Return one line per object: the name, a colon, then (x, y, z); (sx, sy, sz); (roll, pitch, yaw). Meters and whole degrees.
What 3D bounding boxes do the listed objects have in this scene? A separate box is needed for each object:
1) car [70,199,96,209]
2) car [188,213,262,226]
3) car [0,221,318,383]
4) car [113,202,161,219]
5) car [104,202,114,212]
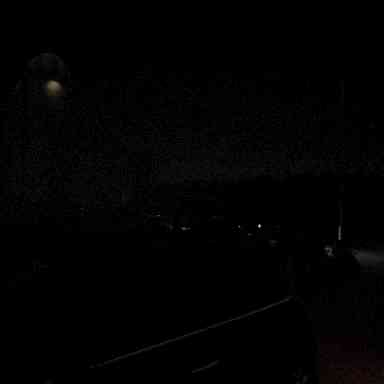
car: (-13.166, 1.500, 40.024); (1.882, 1.535, 5.008); (1, -1, -36)
car: (1.778, 1.898, 19.007); (1.895, 1.301, 4.718); (1, -1, -35)
car: (-0.925, 1.357, 2.928); (4.553, 1.767, 2.097); (0, 0, -37)
car: (-4.345, 1.846, 27.575); (2.128, 1.511, 4.902); (1, -1, -35)
car: (-8.904, 1.896, 39.566); (1.882, 1.535, 5.008); (1, -1, -36)
